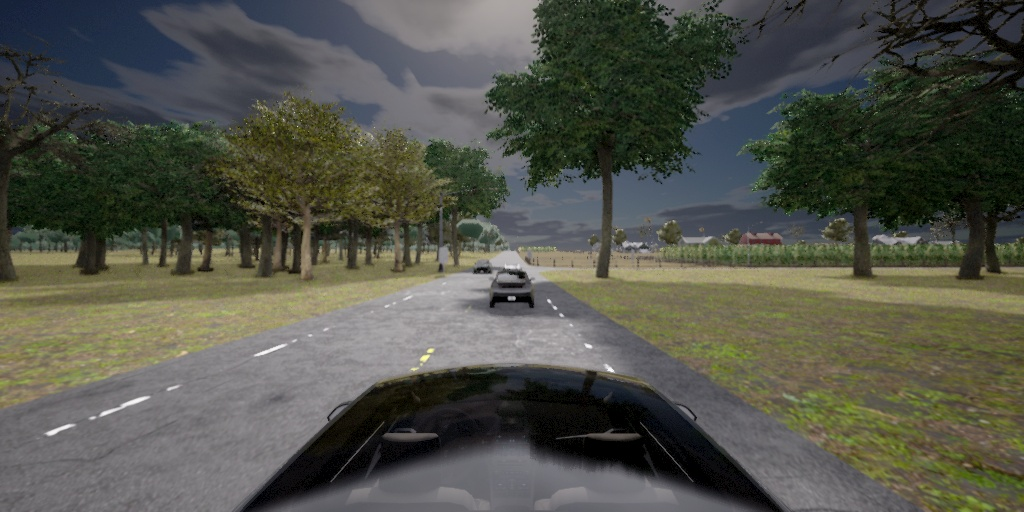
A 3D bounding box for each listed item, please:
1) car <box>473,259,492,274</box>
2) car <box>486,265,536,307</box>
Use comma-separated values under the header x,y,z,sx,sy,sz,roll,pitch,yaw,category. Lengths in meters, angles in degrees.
x,y,z,sx,sy,sz,roll,pitch,yaw,category
-3.511,1.207,43.854,2.097,1.767,4.553,0,0,0,car
0.001,1.372,16.145,1.837,1.490,4.892,0,0,0,car
